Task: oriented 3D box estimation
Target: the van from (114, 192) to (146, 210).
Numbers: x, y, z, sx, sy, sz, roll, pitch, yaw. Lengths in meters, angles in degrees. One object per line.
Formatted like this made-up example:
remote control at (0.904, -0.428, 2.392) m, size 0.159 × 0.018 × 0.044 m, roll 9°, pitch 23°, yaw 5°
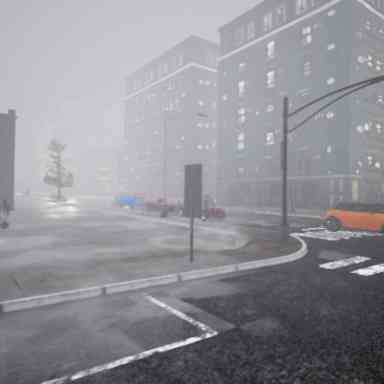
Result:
van at (-5.987, 0.861, 33.817) m, size 1.690 × 1.788 × 3.998 m, roll 3°, pitch 0°, yaw -36°

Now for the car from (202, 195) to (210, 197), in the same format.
car at (0.749, 1.094, 38.795) m, size 1.967 × 1.590 × 4.097 m, roll 2°, pitch 0°, yaw -36°

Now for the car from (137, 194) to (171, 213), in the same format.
car at (-2.652, 1.172, 29.217) m, size 1.887 × 1.381 × 4.507 m, roll 3°, pitch 0°, yaw -36°

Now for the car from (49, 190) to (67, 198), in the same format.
car at (-27.378, 0.351, 67.779) m, size 2.033 × 1.411 × 5.357 m, roll 1°, pitch 0°, yaw -36°

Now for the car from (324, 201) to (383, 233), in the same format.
car at (9.354, 1.297, 17.259) m, size 2.097 × 1.767 × 4.553 m, roll 1°, pitch 0°, yaw -36°

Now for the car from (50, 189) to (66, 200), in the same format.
car at (-22.713, 0.567, 56.810) m, size 1.802 × 1.307 × 4.206 m, roll 3°, pitch 0°, yaw -36°

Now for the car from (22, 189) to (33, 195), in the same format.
car at (-39.424, -0.106, 79.804) m, size 1.967 × 1.590 × 4.097 m, roll 3°, pitch 0°, yaw -36°

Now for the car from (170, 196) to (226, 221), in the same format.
car at (0.627, 1.278, 24.577) m, size 1.887 × 1.381 × 4.507 m, roll 3°, pitch 0°, yaw -36°
